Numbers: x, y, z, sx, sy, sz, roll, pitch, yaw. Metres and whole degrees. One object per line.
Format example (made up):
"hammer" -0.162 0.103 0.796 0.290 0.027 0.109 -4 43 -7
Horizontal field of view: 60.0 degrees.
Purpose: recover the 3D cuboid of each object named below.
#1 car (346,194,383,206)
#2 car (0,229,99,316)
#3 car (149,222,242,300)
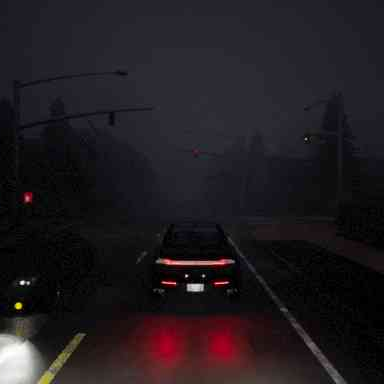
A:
"car" 15.864 1.202 28.885 5.566 2.045 2.150 0 0 -8
"car" -3.558 1.564 7.466 1.994 1.385 4.181 0 0 0
"car" 0.079 1.492 8.356 2.128 1.511 4.902 0 0 0
